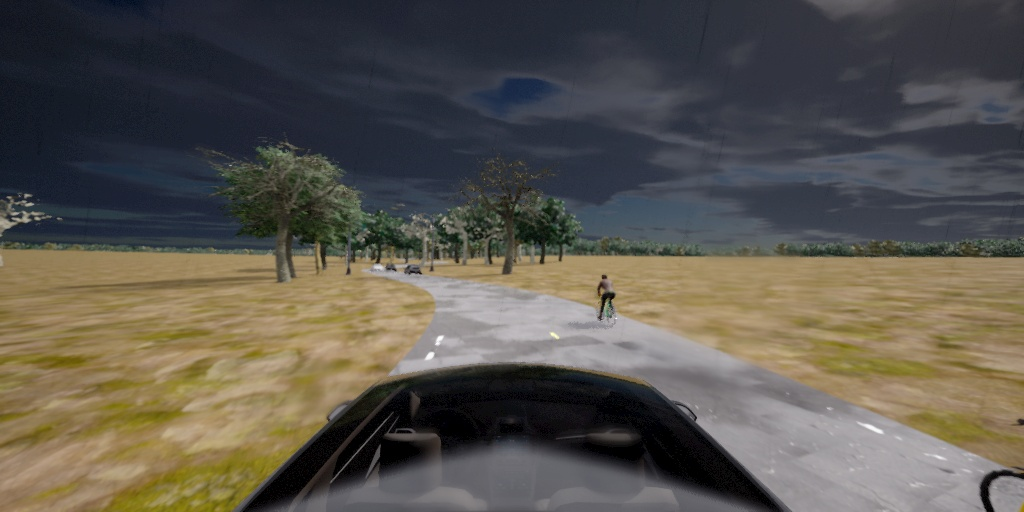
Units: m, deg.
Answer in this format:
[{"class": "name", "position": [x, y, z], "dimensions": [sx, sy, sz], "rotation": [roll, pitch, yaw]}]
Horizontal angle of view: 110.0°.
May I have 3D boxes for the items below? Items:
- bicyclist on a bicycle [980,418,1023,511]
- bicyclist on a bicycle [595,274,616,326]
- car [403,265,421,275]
[{"class": "bicyclist on a bicycle", "position": [3.618, 1.260, 2.037], "dimensions": [0.866, 1.612, 1.509], "rotation": [1, -1, 1]}, {"class": "bicyclist on a bicycle", "position": [3.074, 1.427, 11.773], "dimensions": [0.582, 1.620, 1.656], "rotation": [1, -1, -6]}, {"class": "car", "position": [-14.859, 2.059, 53.440], "dimensions": [1.837, 1.490, 4.892], "rotation": [2, -1, -28]}]
